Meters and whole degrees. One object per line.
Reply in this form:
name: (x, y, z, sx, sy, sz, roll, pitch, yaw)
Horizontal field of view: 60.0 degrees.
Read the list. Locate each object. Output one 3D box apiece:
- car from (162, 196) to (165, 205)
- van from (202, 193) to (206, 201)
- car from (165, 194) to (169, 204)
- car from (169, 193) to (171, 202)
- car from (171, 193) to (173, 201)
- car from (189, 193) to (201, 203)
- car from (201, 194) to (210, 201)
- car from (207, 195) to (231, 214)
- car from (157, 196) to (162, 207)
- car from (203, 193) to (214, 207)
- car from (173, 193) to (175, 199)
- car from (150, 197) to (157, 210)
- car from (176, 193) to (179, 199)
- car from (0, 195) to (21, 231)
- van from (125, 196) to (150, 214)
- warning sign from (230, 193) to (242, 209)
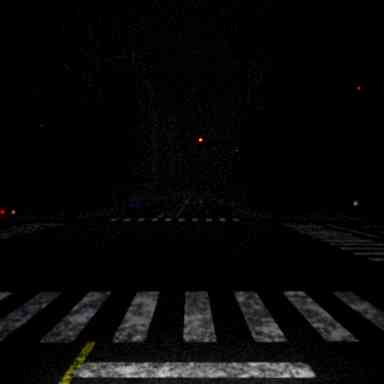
car: (-5.579, 1.469, 51.021, 1.802, 1.307, 4.206, 0, 0, 0)
van: (2.978, 1.215, 56.647, 1.690, 1.788, 3.998, 0, 0, 0)
car: (-5.547, 1.440, 56.690, 1.947, 1.339, 4.313, 0, 0, 0)
car: (-5.516, 1.386, 62.187, 1.752, 1.417, 4.829, 0, 0, 0)
car: (-5.483, 1.412, 68.026, 1.947, 1.339, 4.313, 0, 0, 0)
car: (0.356, 1.419, 64.344, 1.994, 1.385, 4.181, 0, 0, 0)
car: (3.106, 1.257, 79.324, 1.967, 1.590, 4.097, 0, 0, 0)
car: (2.851, 1.365, 33.971, 1.967, 1.590, 4.097, 0, 0, 0)
car: (-5.611, 1.466, 45.353, 1.947, 1.339, 4.313, 0, 0, 0)
car: (2.915, 1.340, 45.308, 1.967, 1.590, 4.097, 0, 0, 0)
car: (-5.451, 1.376, 73.693, 1.887, 1.381, 4.507, 0, 0, 0)
car: (-5.643, 1.352, 39.684, 1.967, 1.590, 4.097, 0, 0, 0)
car: (-5.356, 1.101, 90.698, 2.192, 1.841, 5.009, 0, 0, 0)
car: (-12.276, 1.158, 18.003, 5.566, 2.045, 2.150, 0, 0, 3)
van: (-5.675, 1.265, 34.016, 1.690, 1.788, 3.998, 0, 0, 0)
warning sign: (5.286, 1.028, 39.950, 1.300, 1.860, 1.060, 0, 0, 0)
